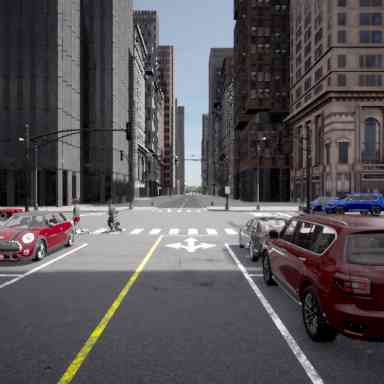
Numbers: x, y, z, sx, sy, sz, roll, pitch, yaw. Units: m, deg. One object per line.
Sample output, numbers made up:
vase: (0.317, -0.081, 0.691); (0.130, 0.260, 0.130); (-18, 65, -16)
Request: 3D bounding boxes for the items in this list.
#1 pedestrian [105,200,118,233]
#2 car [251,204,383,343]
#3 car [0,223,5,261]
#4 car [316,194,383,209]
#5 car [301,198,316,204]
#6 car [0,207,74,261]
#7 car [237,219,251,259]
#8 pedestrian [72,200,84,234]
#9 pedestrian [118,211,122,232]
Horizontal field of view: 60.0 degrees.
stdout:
pedestrian: (-4.378, 1.298, 18.068); (0.375, 1.860, 0.375); (0, 0, 0)
car: (2.741, 1.314, 6.406); (2.192, 1.841, 5.009); (0, 0, 0)
car: (-5.783, 1.525, 6.211); (1.752, 1.417, 4.829); (0, 0, 0)
car: (14.975, 1.167, 30.883); (5.566, 2.045, 2.150); (0, 0, -2)
car: (13.302, 1.289, 34.119); (4.553, 1.767, 2.097); (0, 0, 0)
car: (-5.799, 1.439, 11.983); (1.967, 1.590, 4.097); (0, 0, 0)
car: (2.727, 1.550, 12.008); (2.008, 1.369, 4.403); (0, 0, 0)
pedestrian: (-6.080, 1.292, 17.468); (0.375, 1.860, 0.375); (0, 0, 0)
pedestrian: (-4.058, 1.581, 18.684); (0.375, 1.300, 0.375); (0, 0, 0)
